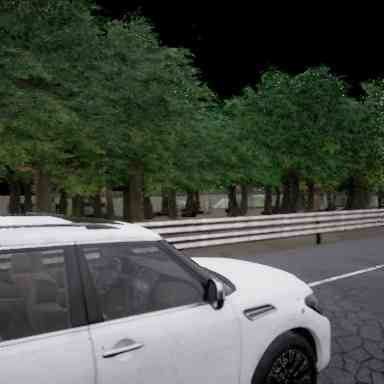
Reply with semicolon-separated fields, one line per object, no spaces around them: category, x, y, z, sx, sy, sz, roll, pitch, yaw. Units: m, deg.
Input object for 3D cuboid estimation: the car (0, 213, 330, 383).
car;-1.130;1.222;2.938;5.566;2.045;2.150;0;0;-36
